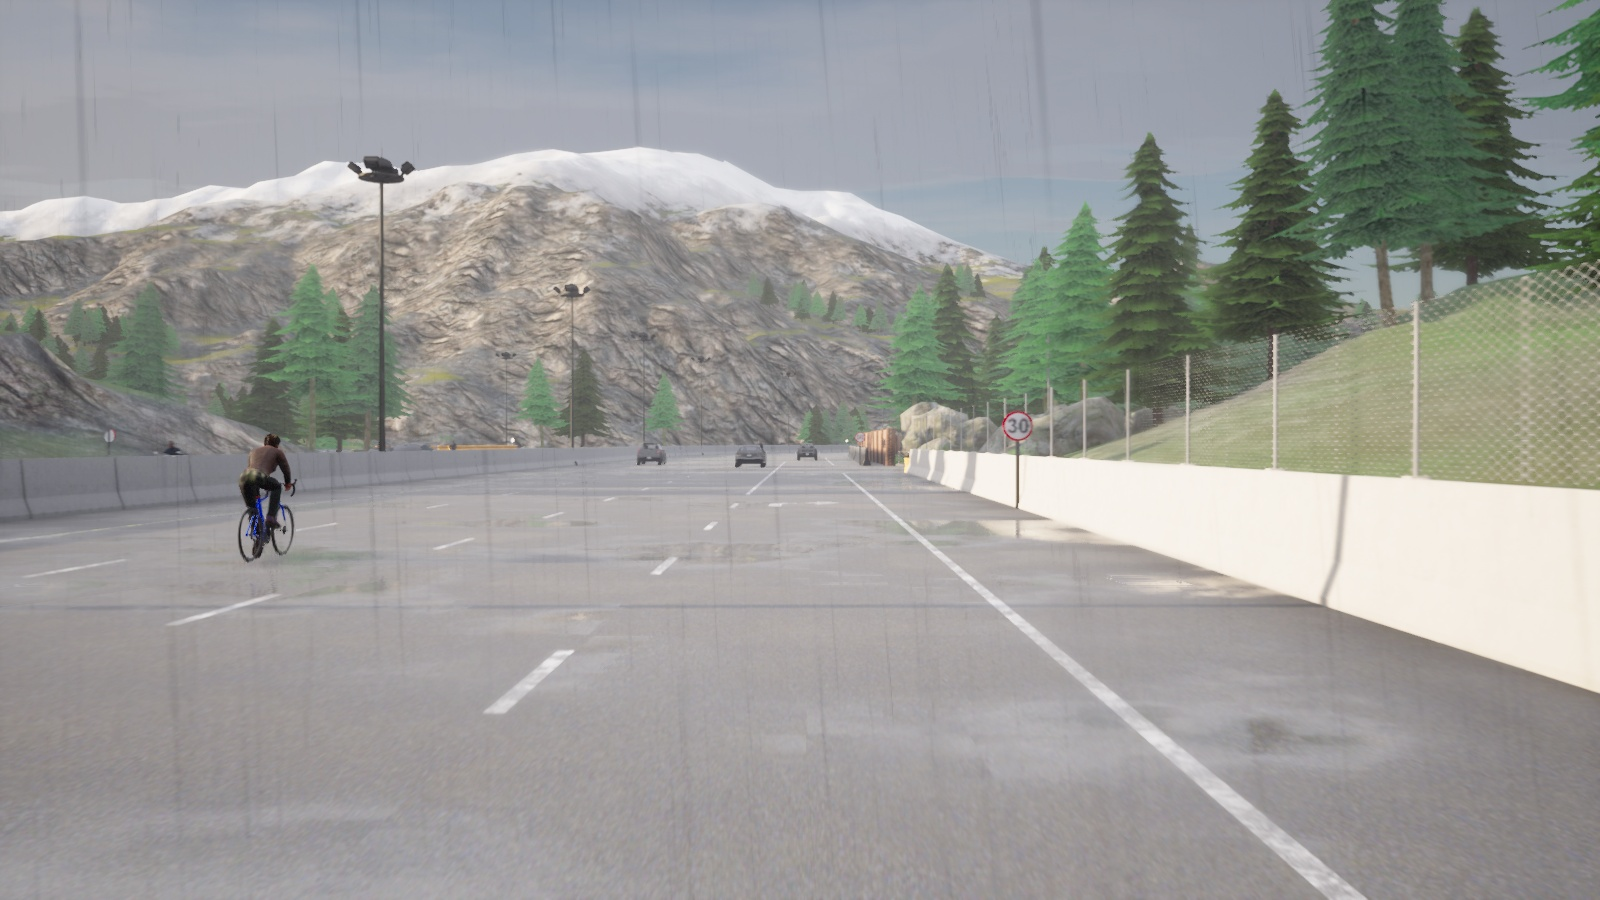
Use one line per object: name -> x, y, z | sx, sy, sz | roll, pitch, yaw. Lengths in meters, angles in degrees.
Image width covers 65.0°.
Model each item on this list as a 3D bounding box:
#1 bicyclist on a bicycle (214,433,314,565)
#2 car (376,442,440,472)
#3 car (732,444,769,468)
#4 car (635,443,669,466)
bicyclist on a bicycle -> -6.892, 0.602, 16.232 | 0.582, 1.620, 1.656 | 0, 0, 0
car -> -20.609, 0.364, 66.174 | 1.837, 1.490, 4.892 | 0, 0, 0
car -> -3.039, 0.349, 78.398 | 2.033, 1.411, 5.357 | 0, 0, 0
car -> -10.000, 0.273, 85.189 | 1.845, 1.501, 3.633 | 0, 1, 0
